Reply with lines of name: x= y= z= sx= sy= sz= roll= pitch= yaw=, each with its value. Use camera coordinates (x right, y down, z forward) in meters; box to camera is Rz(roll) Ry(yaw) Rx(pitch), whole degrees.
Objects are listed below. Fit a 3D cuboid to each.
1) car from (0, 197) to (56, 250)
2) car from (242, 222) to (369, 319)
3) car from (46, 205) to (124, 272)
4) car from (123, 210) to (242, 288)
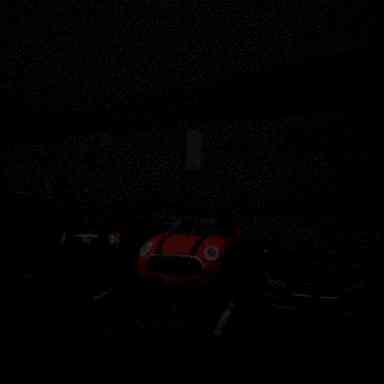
car: x=-7.171 y=1.256 z=14.631 sx=2.435 sy=2.045 sz=5.566 roll=0 pitch=-1 yaw=16
car: x=2.605 y=1.489 z=7.633 sx=2.231 sy=1.521 sz=4.892 roll=1 pitch=-1 yaw=15
car: x=-2.297 y=1.367 z=11.085 sx=2.185 sy=1.767 sz=4.553 roll=0 pitch=-1 yaw=16
car: x=0.170 y=1.364 z=9.402 sx=2.185 sy=1.767 sz=4.553 roll=0 pitch=-1 yaw=15
